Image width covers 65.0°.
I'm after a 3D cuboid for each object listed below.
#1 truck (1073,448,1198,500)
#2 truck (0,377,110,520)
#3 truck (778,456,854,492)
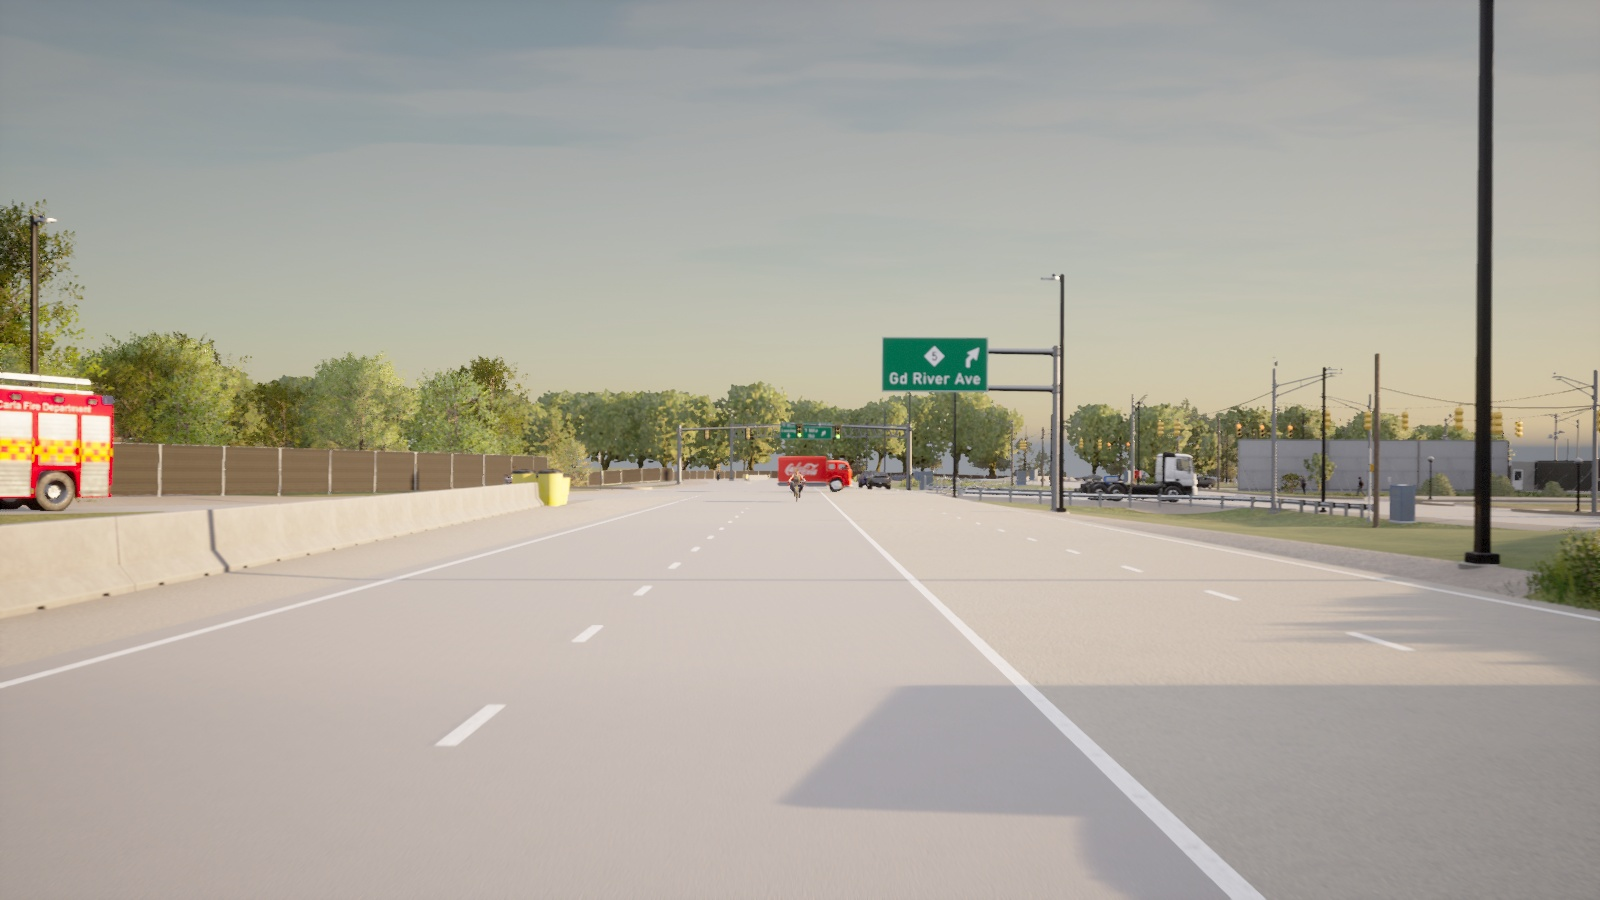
[{"bbox_3d":[23.291,1.659,87.417,7.936,3.462,2.891,1,-1,1],"label":"truck"},{"bbox_3d":[-23.239,-0.070,33.320,2.891,3.827,8.468,0,-1,26],"label":"truck"},{"bbox_3d":[1.082,1.684,87.397,5.204,2.467,2.627,0,-1,0],"label":"truck"}]
